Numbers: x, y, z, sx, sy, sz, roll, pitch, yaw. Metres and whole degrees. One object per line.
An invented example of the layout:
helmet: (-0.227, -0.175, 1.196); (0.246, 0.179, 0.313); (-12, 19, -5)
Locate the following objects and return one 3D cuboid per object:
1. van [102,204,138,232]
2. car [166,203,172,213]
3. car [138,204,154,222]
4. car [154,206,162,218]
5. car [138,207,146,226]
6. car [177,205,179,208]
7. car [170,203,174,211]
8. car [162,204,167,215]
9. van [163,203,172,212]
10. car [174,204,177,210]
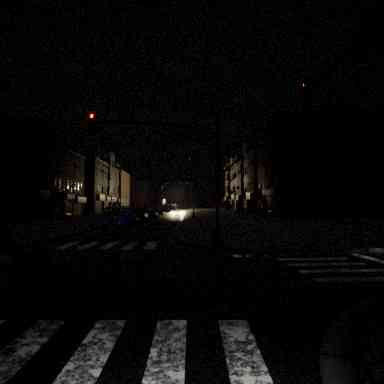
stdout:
van: (-5.390, 1.905, 24.415); (1.690, 1.788, 3.998); (2, -2, 0)
car: (-5.495, 3.344, 64.438); (1.887, 1.381, 4.507); (1, -2, 0)
car: (-5.409, 2.120, 32.718); (2.192, 1.841, 5.009); (2, -2, 0)
car: (-5.442, 2.666, 43.287); (1.887, 1.381, 4.507); (2, -2, 0)
car: (-5.404, 2.211, 27.728); (2.008, 1.369, 4.403); (2, -2, 0)
car: (-5.556, 4.041, 90.880); (2.192, 1.841, 5.009); (1, -2, 0)
car: (-5.506, 3.419, 69.728); (1.967, 1.590, 4.097); (1, -2, 0)
car: (-5.470, 3.035, 53.862); (1.802, 1.307, 4.206); (2, -2, 0)
van: (-5.517, 3.501, 75.019); (1.690, 1.788, 3.998); (1, -2, 0)
car: (-5.548, 4.086, 85.586); (2.008, 1.369, 4.403); (1, -2, 0)
